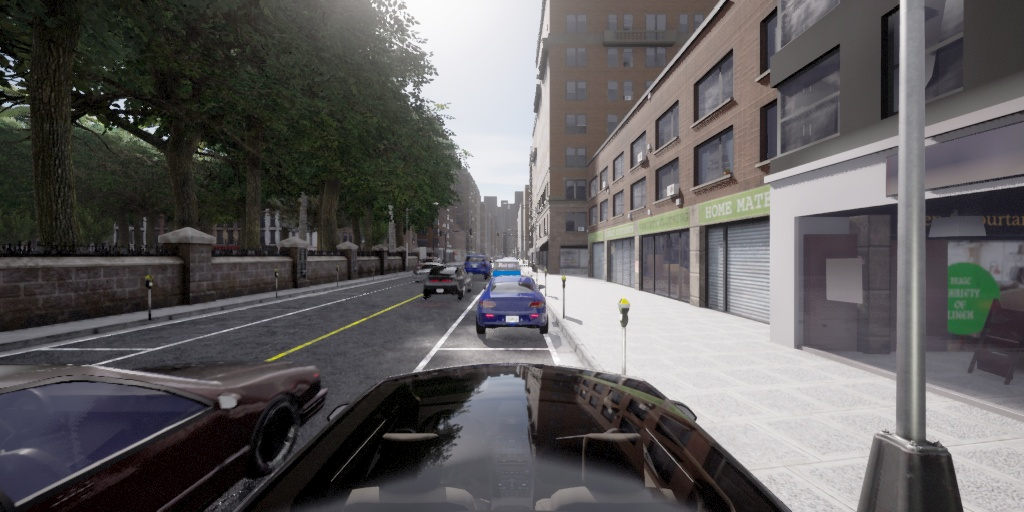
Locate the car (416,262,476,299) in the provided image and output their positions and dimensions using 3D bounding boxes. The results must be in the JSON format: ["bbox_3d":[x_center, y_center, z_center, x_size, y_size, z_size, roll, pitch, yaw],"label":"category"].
[{"bbox_3d":[-3.139,1.250,18.056,1.837,1.490,4.892,0,0,0],"label":"car"}]

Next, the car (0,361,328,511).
[{"bbox_3d":[-3.050,1.297,1.661,2.033,1.411,5.357,0,0,0],"label":"car"}]

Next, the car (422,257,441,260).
[{"bbox_3d":[-8.796,1.040,38.793,2.192,1.841,5.009,0,0,0],"label":"car"}]

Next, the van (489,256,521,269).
[{"bbox_3d":[-0.279,1.083,21.847,1.690,1.789,3.998,0,0,0],"label":"van"}]

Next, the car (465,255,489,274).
[{"bbox_3d":[-3.040,0.953,32.039,2.150,2.045,5.566,0,0,0],"label":"car"}]

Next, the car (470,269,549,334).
[{"bbox_3d":[0.008,1.273,10.498,1.812,1.442,4.674,0,0,0],"label":"car"}]

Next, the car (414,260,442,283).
[{"bbox_3d":[-6.232,1.263,27.935,1.812,1.442,4.674,0,0,0],"label":"car"}]
